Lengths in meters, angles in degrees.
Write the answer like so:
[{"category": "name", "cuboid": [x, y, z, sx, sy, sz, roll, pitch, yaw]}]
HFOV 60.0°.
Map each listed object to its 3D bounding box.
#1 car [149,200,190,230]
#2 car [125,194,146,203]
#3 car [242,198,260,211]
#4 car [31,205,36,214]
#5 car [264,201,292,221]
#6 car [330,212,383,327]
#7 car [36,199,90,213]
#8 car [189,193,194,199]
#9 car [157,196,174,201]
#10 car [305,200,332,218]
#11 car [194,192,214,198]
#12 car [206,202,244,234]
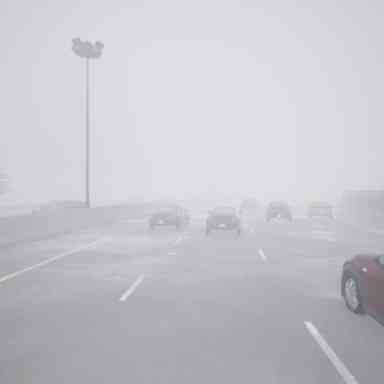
[{"category": "car", "cuboid": [-1.356, 1.493, 20.845, 1.812, 1.442, 4.674, 0, 0, 9]}, {"category": "car", "cuboid": [-10.706, 1.253, 63.028, 2.097, 1.767, 4.553, 0, 0, 24]}, {"category": "car", "cuboid": [7.050, 1.445, 40.431, 1.837, 1.490, 4.892, 0, 0, 18]}, {"category": "car", "cuboid": [-13.490, 1.438, 32.439, 2.128, 1.511, 4.902, 0, 0, 13]}, {"category": "car", "cuboid": [6.879, 1.466, 26.615, 1.837, 1.490, 4.892, 0, 0, 12]}, {"category": "car", "cuboid": [3.882, 1.346, 4.654, 2.097, 1.767, 4.553, 0, 0, 3]}, {"category": "car", "cuboid": [-10.723, 1.445, 28.806, 2.128, 1.511, 4.902, 0, 0, 12]}, {"category": "car", "cuboid": [0.934, 0.973, 72.010, 2.097, 1.767, 4.553, 0, 0, 24]}, {"category": "car", "cuboid": [-5.324, 1.456, 66.551, 1.994, 1.385, 4.181, 0, 0, 24]}, {"category": "car", "cuboid": [11.206, 1.435, 29.680, 1.882, 1.535, 5.008, 0, 0, 14]}, {"category": "car", "cuboid": [3.062, 1.079, 68.177, 2.150, 2.045, 5.566, 0, 0, 24]}, {"category": "car", "cuboid": [1.862, 1.497, 18.905, 1.812, 1.442, 4.674, 0, 0, 9]}]
